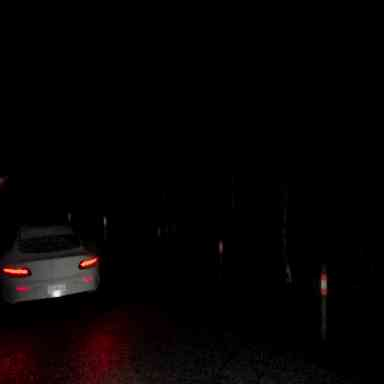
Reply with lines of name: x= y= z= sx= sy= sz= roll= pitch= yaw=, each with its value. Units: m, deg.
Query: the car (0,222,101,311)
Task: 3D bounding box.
car: x=-3.394 y=1.422 z=7.683 sx=1.812 sy=1.442 sz=4.674 roll=-2 pitch=2 yaw=-28
